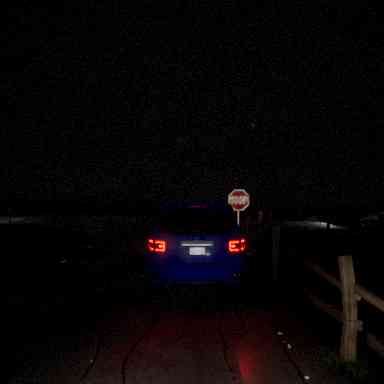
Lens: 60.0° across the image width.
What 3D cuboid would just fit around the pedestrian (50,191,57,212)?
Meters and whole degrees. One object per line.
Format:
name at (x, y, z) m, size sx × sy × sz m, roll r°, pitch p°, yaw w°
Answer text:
pedestrian at (-12.080, 0.778, 28.947) m, size 0.375 × 1.860 × 0.375 m, roll 0°, pitch 1°, yaw 0°

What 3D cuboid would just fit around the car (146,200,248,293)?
car at (0.083, 1.214, 8.992) m, size 2.150 × 2.045 × 5.566 m, roll 0°, pitch 0°, yaw 0°

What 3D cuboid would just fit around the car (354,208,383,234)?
car at (14.149, 2.070, 22.912) m, size 4.674 × 1.442 × 1.812 m, roll 2°, pitch 3°, yaw 0°

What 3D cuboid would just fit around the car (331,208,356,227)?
car at (13.138, 1.940, 25.828) m, size 4.181 × 1.385 × 1.994 m, roll 2°, pitch 3°, yaw 0°
